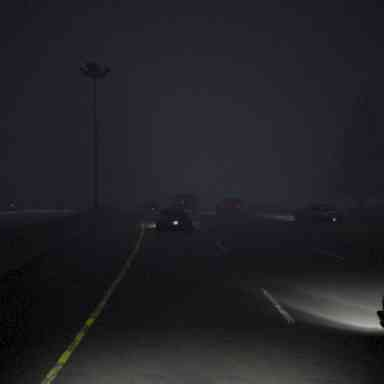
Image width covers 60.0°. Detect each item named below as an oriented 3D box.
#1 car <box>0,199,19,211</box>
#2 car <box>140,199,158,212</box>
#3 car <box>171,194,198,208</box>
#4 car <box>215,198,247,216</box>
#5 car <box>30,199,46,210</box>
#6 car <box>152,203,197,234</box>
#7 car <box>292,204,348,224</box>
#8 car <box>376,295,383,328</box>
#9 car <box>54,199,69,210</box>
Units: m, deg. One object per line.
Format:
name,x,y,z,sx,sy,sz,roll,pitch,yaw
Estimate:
car,-25.513,1.746,46.148,2.097,1.767,4.553,-1,0,-19
car,-5.116,1.637,40.314,1.837,1.490,4.892,0,0,-16
car,-0.969,1.300,38.799,2.150,2.045,5.566,0,0,-15
car,3.786,1.360,32.976,2.097,1.767,4.553,-1,0,-12
car,-23.317,1.879,50.346,1.837,1.490,4.892,0,0,-20
car,-1.142,1.612,19.724,1.994,1.385,4.181,-1,0,-8
car,8.992,1.530,23.914,1.895,1.301,4.718,-1,0,-8
car,3.686,1.506,2.423,2.033,1.411,5.357,-1,0,-2
car,-19.024,1.795,48.808,1.882,1.535,5.008,-1,0,-19
